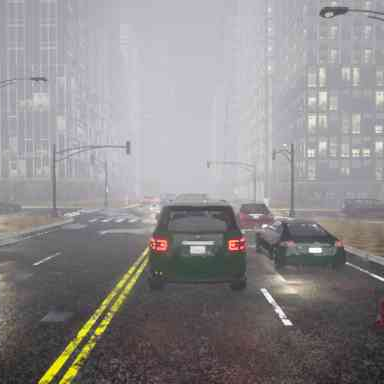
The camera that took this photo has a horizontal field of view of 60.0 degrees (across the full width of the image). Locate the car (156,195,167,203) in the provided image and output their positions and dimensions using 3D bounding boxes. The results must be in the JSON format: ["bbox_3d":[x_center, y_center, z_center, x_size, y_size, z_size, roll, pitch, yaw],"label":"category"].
[{"bbox_3d":[-6.357,1.420,69.187,1.882,1.535,5.008,0,0,0],"label":"car"}]

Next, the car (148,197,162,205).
[{"bbox_3d":[-6.451,1.556,58.933,1.895,1.301,4.718,0,0,0],"label":"car"}]

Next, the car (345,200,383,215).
[{"bbox_3d":[19.457,1.643,36.108,4.892,1.490,1.837,1,1,1],"label":"car"}]

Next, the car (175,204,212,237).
[{"bbox_3d":[0.135,1.516,18.852,1.812,1.442,4.674,0,0,2],"label":"car"}]

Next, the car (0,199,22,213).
[{"bbox_3d":[-19.571,1.405,33.638,4.181,1.385,1.994,1,1,1],"label":"car"}]

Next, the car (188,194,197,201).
[{"bbox_3d":[0.172,1.278,83.198,2.097,1.767,4.553,0,0,0],"label":"car"}]

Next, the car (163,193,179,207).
[{"bbox_3d":[-3.256,1.185,51.726,2.150,2.045,5.566,0,0,-1],"label":"car"}]

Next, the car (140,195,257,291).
[{"bbox_3d":[0.120,1.218,9.170,2.150,2.045,5.566,0,0,0],"label":"car"}]

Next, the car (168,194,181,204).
[{"bbox_3d":[-3.187,1.304,61.537,2.097,1.767,4.553,0,0,0],"label":"car"}]

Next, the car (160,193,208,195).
[{"bbox_3d":[-0.730,1.180,36.462,5.566,2.045,2.150,0,1,1],"label":"car"}]

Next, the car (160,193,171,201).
[{"bbox_3d":[-6.336,1.154,79.757,2.150,2.045,5.566,0,0,0],"label":"car"}]

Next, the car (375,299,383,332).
[{"bbox_3d":[3.355,1.600,2.272,1.895,1.301,4.718,0,0,0],"label":"car"}]

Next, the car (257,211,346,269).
[{"bbox_3d":[3.373,1.559,11.097,1.994,1.385,4.181,0,0,0],"label":"car"}]

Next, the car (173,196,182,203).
[{"bbox_3d":[-3.103,1.535,71.590,1.895,1.301,4.718,0,0,0],"label":"car"}]

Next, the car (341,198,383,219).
[{"bbox_3d":[16.263,1.519,30.385,5.009,1.841,2.192,1,0,1],"label":"car"}]

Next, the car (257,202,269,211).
[{"bbox_3d":[3.390,1.342,19.711,2.097,1.767,4.553,0,0,0],"label":"car"}]

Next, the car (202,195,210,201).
[{"bbox_3d":[3.419,1.442,81.619,1.812,1.442,4.674,0,0,0],"label":"car"}]

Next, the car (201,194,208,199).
[{"bbox_3d":[3.440,1.219,91.619,1.882,1.535,5.008,0,0,0],"label":"car"}]

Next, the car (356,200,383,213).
[{"bbox_3d":[21.889,1.642,38.660,4.829,1.417,1.752,1,0,1],"label":"car"}]

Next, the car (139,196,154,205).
[{"bbox_3d":[-6.520,1.318,49.943,2.097,1.767,4.553,0,0,1],"label":"car"}]
